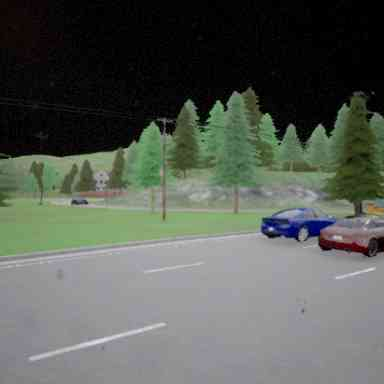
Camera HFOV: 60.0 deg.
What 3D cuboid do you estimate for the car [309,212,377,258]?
[{"bbox_3d":[6.822,1.595,12.966,4.181,1.385,1.994,0,0,-35],"label":"car"}]

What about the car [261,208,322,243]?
[{"bbox_3d":[5.571,1.509,16.355,5.008,1.535,1.882,0,0,-35],"label":"car"}]

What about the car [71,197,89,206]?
[{"bbox_3d":[-19.516,1.590,57.657,2.033,1.411,5.357,0,0,-34],"label":"car"}]

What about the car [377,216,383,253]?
[{"bbox_3d":[7.761,1.249,9.355,5.566,2.045,2.150,0,0,-35],"label":"car"}]
